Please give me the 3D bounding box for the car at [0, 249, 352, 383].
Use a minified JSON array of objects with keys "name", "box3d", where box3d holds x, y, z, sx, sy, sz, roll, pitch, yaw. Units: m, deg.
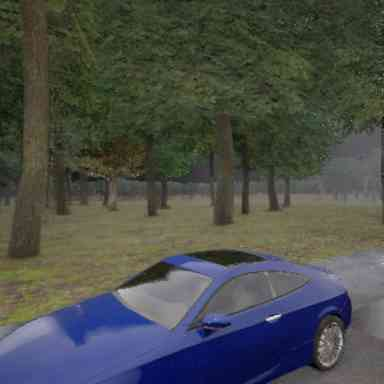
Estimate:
[{"name":"car","box3d":[0.152,1.515,4.101,4.674,1.442,1.812,0,0,-36]}]
